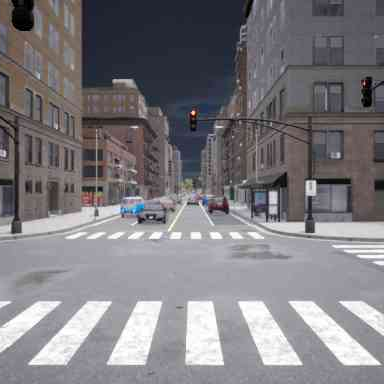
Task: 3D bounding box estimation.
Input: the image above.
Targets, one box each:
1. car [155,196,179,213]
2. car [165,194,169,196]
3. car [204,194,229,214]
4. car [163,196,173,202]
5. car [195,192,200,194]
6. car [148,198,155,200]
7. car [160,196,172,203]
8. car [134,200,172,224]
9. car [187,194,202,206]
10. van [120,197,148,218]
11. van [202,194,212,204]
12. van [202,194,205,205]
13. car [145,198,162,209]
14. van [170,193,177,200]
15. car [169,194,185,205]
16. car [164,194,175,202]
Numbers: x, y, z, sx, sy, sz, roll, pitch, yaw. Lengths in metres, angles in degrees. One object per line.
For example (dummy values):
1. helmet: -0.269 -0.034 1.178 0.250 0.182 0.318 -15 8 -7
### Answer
1. car: -2.776 1.521 36.999 1.812 1.442 4.674 0 0 0
2. car: -5.278 1.516 62.253 1.752 1.417 4.829 0 0 0
3. car: 2.773 1.311 35.376 2.192 1.841 5.009 0 0 0
4. car: -5.253 1.554 73.235 1.947 1.339 4.313 0 0 0
5. car: 2.429 1.338 84.891 2.097 1.767 4.553 0 0 0
6. car: -5.326 1.561 40.797 1.947 1.339 4.313 0 0 0
7. car: -5.265 1.540 67.828 2.008 1.369 4.403 0 0 0
8. car: -2.802 1.561 24.779 1.994 1.385 4.181 0 0 0
9. car: 0.165 1.556 55.492 1.994 1.385 4.181 0 0 1
10. van: -5.351 1.338 29.985 1.690 1.788 3.998 0 0 0
11. van: 2.802 1.331 62.408 1.690 1.788 3.998 0 0 0
12. van: 2.790 1.334 51.595 1.690 1.788 3.998 0 0 0
13. car: -5.314 1.538 46.203 1.887 1.381 4.507 0 0 0
14. van: -5.204 1.324 94.860 1.690 1.788 3.998 0 0 0
15. car: -2.649 1.499 57.991 1.837 1.490 4.892 0 -1 0
16. car: -5.241 1.302 78.641 2.192 1.841 5.009 0 0 0
